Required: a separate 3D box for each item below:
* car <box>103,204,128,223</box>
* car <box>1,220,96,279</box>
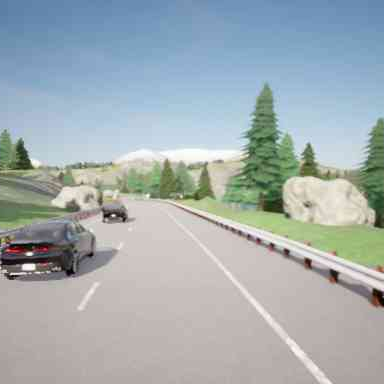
[{"bbox_3d":[-6.784,1.808,29.788,1.882,1.535,5.008,-2,0,-7],"label":"car"},{"bbox_3d":[-4.416,1.684,10.872,1.837,1.490,4.892,-2,0,-6],"label":"car"}]
